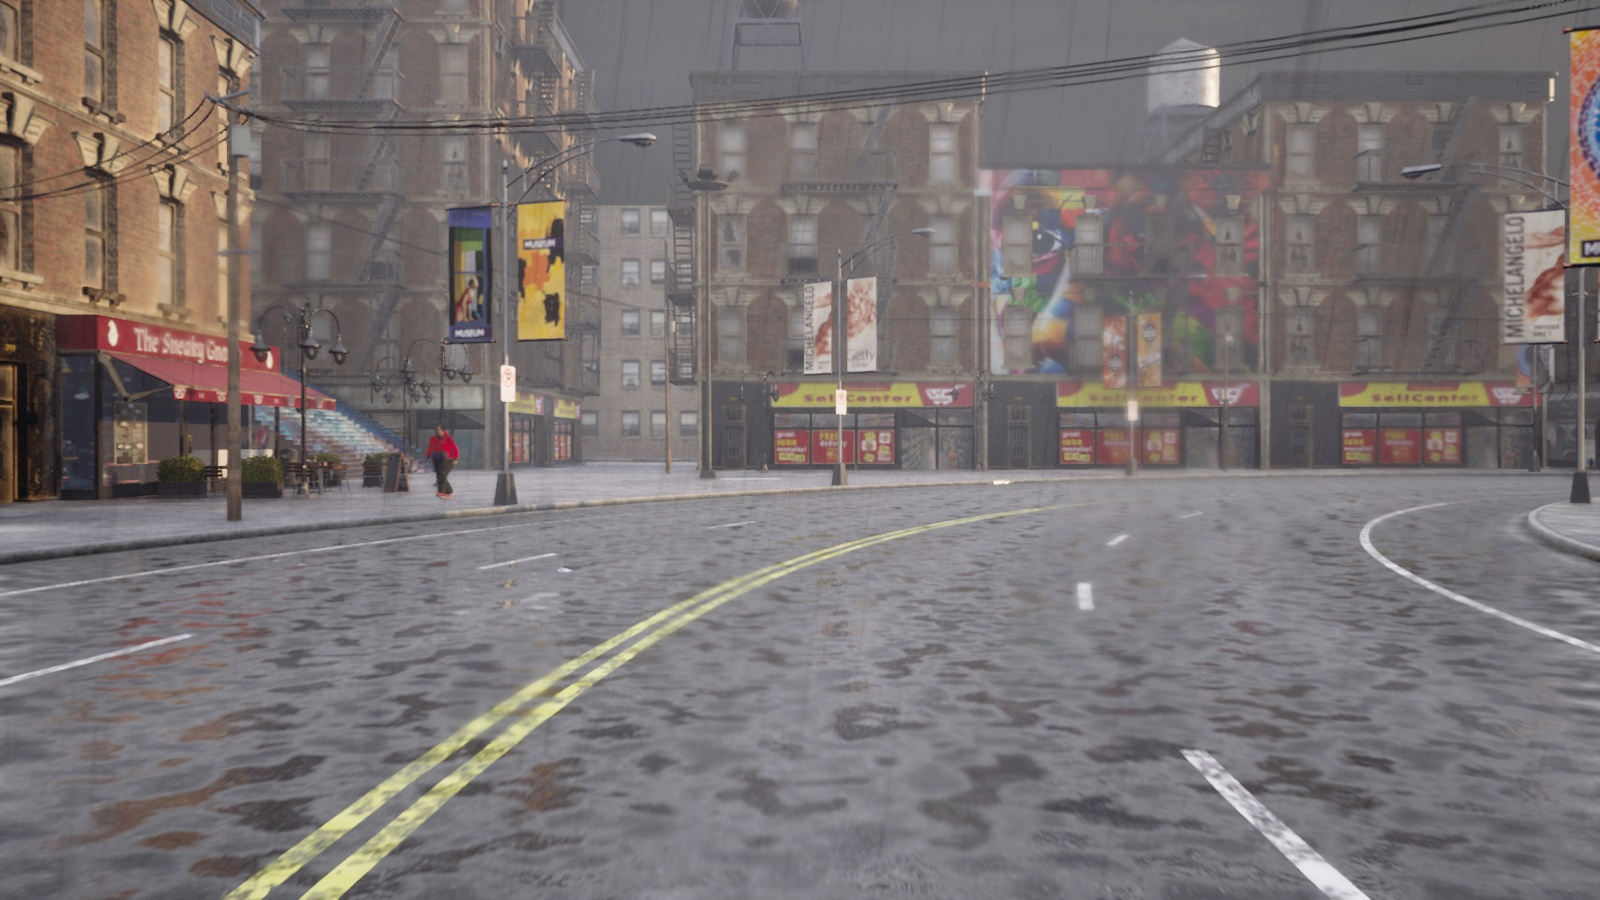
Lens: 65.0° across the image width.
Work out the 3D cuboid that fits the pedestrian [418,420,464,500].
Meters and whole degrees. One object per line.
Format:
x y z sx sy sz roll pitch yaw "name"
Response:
-8.377 0.227 29.328 0.634 1.844 0.899 0 0 17 "pedestrian"
